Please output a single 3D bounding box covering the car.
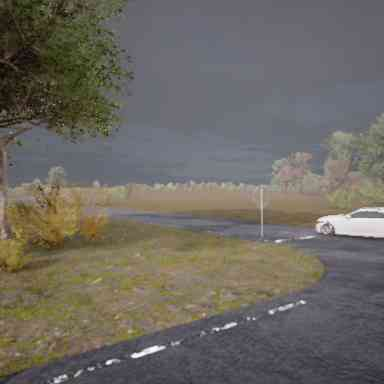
[{"bbox_3d":[8.235,1.440,15.502,4.674,1.442,1.812,-1,2,45],"label":"car"}]
